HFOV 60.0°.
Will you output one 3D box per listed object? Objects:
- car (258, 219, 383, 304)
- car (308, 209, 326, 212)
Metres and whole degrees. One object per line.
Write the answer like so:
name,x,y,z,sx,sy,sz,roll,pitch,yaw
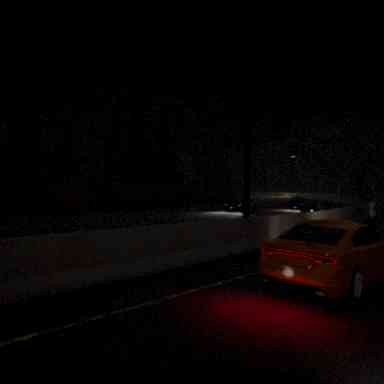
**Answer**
car,3.608,1.425,8.243,1.882,1.535,5.008,2,1,44
car,10.721,1.370,28.499,1.994,1.385,4.181,2,1,33
